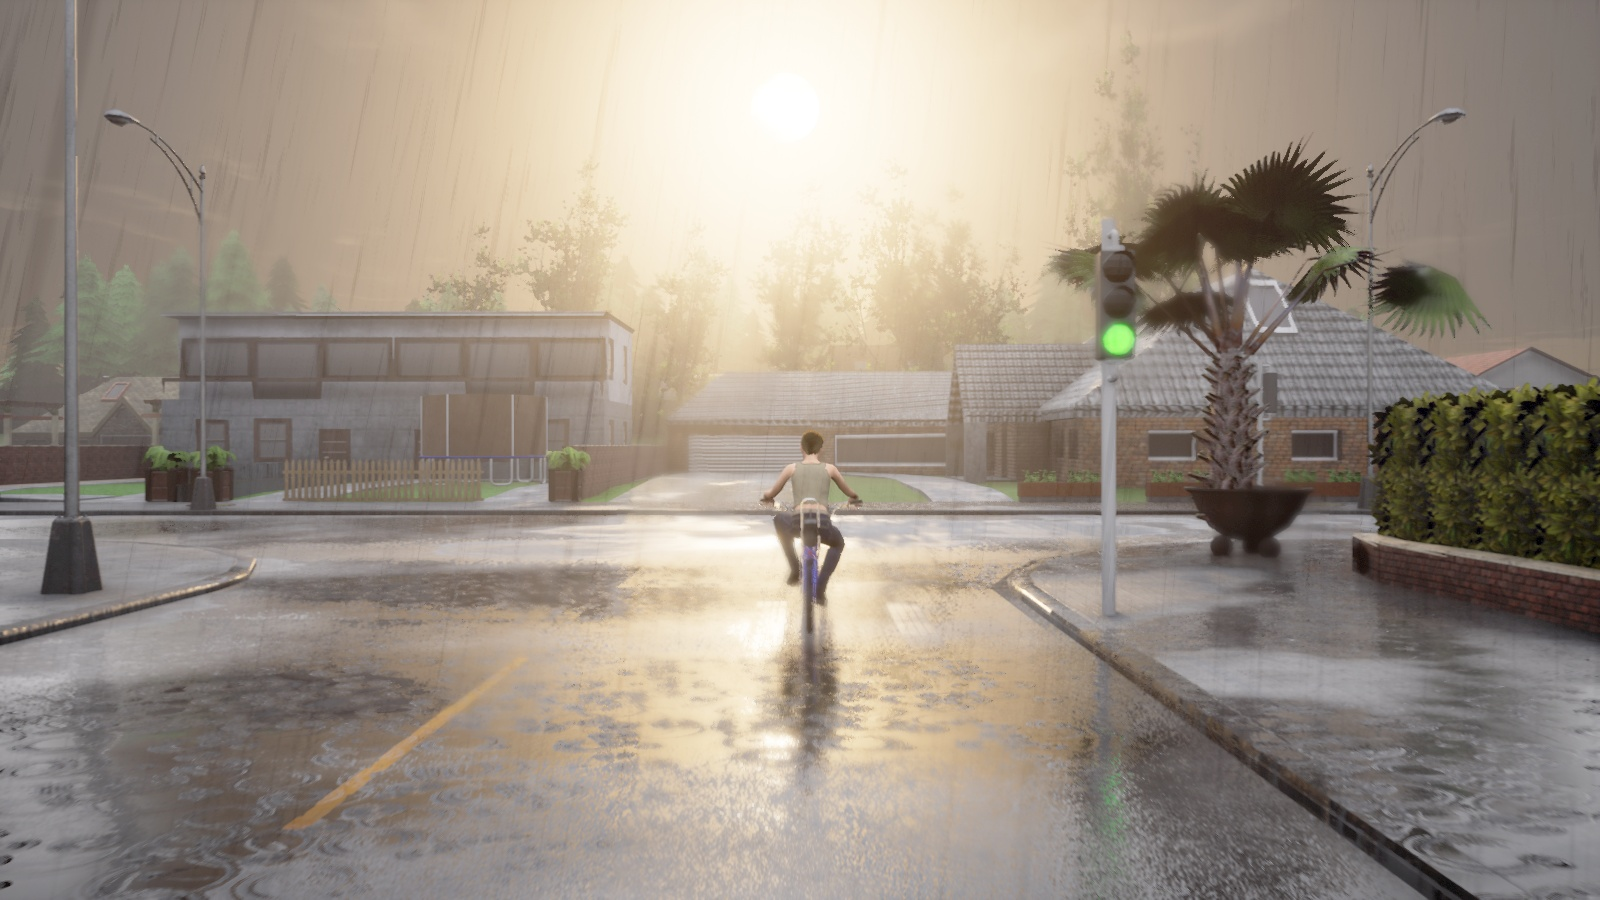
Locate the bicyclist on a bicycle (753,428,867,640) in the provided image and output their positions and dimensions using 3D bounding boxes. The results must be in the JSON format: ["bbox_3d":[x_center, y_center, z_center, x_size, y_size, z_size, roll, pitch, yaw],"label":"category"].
[{"bbox_3d":[0.088,0.642,10.329,0.866,1.612,1.509,0,0,1],"label":"bicyclist on a bicycle"}]
